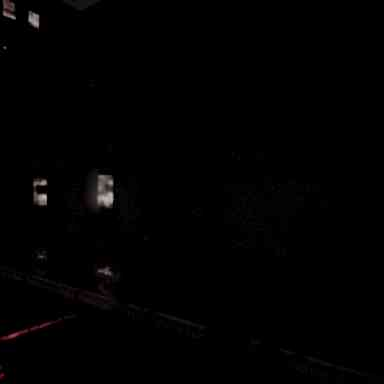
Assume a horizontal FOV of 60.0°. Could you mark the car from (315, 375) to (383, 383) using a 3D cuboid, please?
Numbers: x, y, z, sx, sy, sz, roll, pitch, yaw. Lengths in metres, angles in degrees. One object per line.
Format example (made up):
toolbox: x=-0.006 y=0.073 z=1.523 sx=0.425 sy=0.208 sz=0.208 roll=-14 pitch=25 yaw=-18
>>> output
car: x=2.537 y=1.545 z=1.073 sx=4.829 sy=1.417 sz=1.752 roll=1 pitch=0 yaw=35
